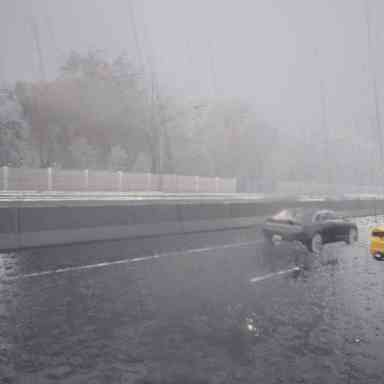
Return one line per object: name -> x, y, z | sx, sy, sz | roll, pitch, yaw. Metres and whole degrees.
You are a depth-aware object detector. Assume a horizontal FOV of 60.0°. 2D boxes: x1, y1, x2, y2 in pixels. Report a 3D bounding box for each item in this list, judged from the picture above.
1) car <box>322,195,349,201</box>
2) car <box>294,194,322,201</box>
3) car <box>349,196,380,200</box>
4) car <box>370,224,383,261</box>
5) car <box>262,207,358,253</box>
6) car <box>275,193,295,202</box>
car -> 20.371, 1.183, 45.531 | 4.902, 1.511, 2.128 | 1, 1, -41
car -> 16.972, 1.175, 47.216 | 4.718, 1.301, 1.895 | 1, 1, -41
car -> 22.762, 1.272, 42.974 | 5.008, 1.535, 1.882 | 1, 1, -41
car -> 7.643, 1.461, 10.927 | 5.008, 1.535, 1.882 | 1, 1, -41
car -> 4.778, 1.365, 13.071 | 4.902, 1.511, 2.128 | 1, 1, -41
car -> 14.355, 0.944, 49.563 | 5.008, 1.535, 1.882 | 1, 1, -41
